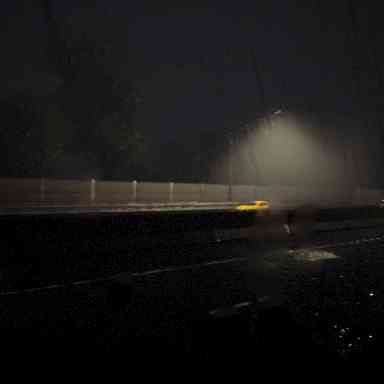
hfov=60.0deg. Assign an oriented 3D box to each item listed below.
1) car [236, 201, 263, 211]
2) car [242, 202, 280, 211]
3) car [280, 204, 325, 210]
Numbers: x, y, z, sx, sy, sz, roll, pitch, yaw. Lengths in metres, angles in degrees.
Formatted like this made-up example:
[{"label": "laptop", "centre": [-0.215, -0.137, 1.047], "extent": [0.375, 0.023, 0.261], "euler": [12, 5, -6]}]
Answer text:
[{"label": "car", "centre": [6.720, 1.707, 34.571], "extent": [5.008, 1.535, 1.882], "euler": [1, 0, -35]}, {"label": "car", "centre": [7.174, 1.813, 30.602], "extent": [4.718, 1.301, 1.895], "euler": [1, 0, -35]}, {"label": "car", "centre": [9.948, 1.746, 28.279], "extent": [4.674, 1.442, 1.812], "euler": [1, 0, -35]}]
